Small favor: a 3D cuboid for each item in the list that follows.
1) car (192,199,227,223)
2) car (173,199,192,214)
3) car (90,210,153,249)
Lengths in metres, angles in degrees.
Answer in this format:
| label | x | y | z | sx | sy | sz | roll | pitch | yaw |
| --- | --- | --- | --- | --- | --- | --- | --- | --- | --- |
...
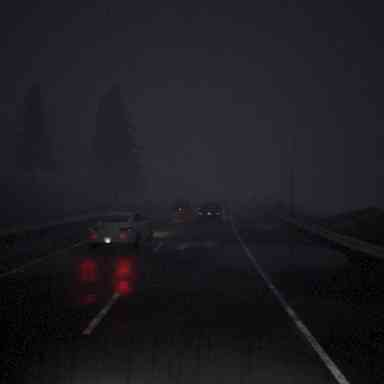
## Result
| label | x | y | z | sx | sy | sz | roll | pitch | yaw |
| --- | --- | --- | --- | --- | --- | --- | --- | --- | --- |
| car | 1.422 | 1.536 | 25.322 | 2.033 | 1.411 | 5.357 | 0 | 0 | 6 |
| car | -0.870 | 1.486 | 35.907 | 1.837 | 1.490 | 4.892 | 0 | 0 | 8 |
| car | -2.915 | 1.516 | 14.326 | 1.812 | 1.442 | 4.674 | 0 | 0 | 3 |
